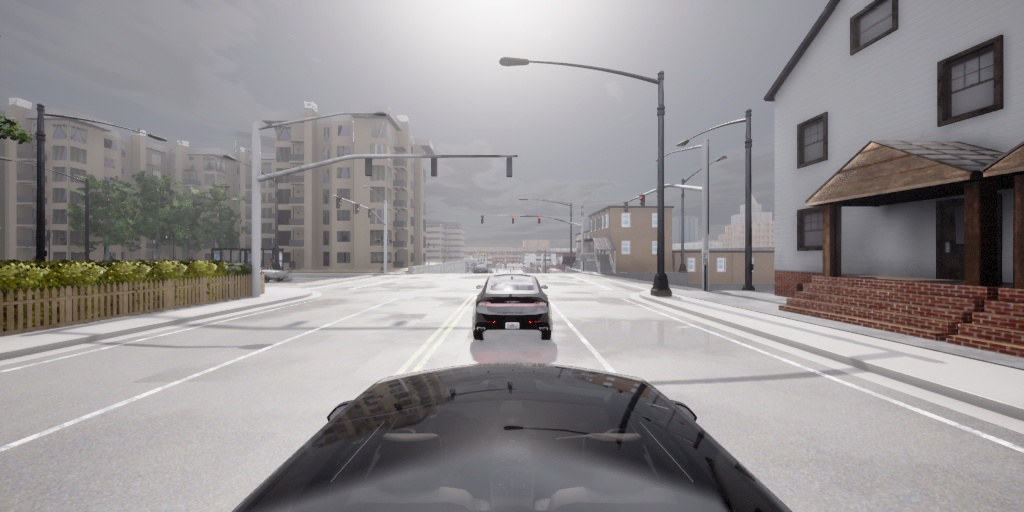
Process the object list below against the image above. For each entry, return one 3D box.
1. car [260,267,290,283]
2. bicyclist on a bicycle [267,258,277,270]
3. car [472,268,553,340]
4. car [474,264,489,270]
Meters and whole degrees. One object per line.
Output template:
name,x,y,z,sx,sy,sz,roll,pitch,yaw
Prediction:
car,-19.687,1.351,27.208,4.718,1.301,1.895,0,0,0
bicyclist on a bicycle,-25.605,1.053,38.225,0.582,1.620,1.656,0,0,0
car,0.002,1.242,9.927,2.128,1.511,4.902,0,0,0
car,-3.981,1.774,47.319,1.812,1.442,4.674,0,-4,0
